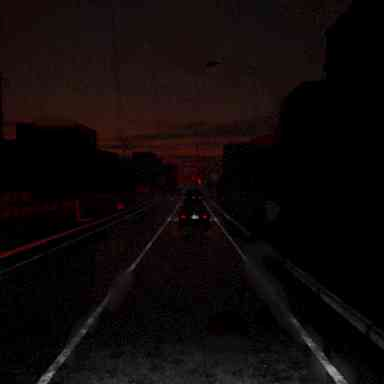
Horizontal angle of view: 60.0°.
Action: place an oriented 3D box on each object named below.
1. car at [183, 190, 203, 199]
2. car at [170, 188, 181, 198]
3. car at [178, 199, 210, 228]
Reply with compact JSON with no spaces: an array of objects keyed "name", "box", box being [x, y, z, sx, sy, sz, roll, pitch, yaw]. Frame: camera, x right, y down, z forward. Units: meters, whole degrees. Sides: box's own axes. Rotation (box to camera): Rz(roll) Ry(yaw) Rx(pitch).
[{"name":"car","box":[0.146,0.707,41.016,2.150,2.045,5.566,0,1,-1]},{"name":"car","box":[-3.401,0.130,69.124,2.150,2.045,5.566,0,1,0]},{"name":"car","box":[0.119,1.395,20.702,2.033,1.411,5.357,0,1,0]}]
